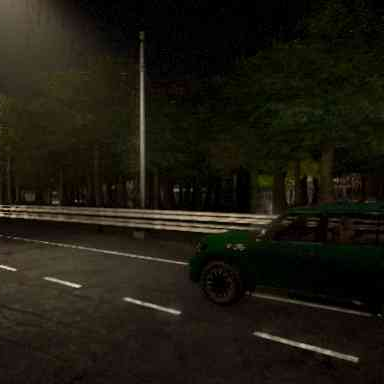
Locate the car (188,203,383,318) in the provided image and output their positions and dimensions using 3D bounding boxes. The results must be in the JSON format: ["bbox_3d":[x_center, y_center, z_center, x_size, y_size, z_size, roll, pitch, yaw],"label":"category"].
[{"bbox_3d":[2.578,1.224,6.327,5.566,2.045,2.150,0,0,35],"label":"car"}]
